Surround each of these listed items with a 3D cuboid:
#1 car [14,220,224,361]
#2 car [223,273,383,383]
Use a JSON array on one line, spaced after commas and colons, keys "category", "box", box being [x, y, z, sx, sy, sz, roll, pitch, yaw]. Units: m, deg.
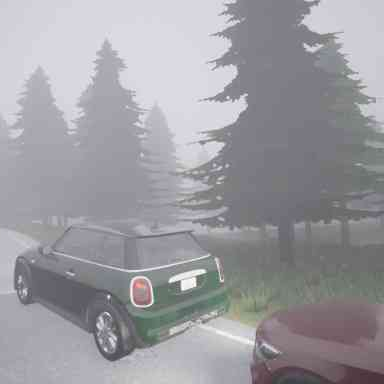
[{"category": "car", "box": [-1.576, 1.308, 6.221, 4.553, 1.767, 2.097, 1, 1, 44]}, {"category": "car", "box": [2.749, 1.531, 2.595, 4.674, 1.442, 1.812, 1, 0, 36]}]
